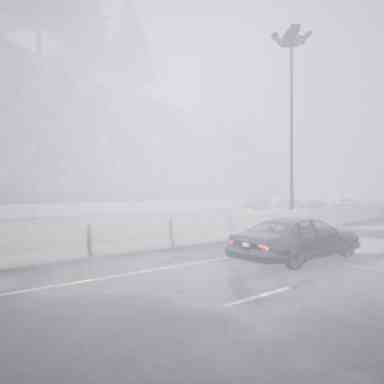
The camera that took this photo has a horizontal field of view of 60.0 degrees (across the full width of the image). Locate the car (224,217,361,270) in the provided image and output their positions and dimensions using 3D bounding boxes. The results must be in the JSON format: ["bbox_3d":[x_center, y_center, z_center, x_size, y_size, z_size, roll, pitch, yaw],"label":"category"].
[{"bbox_3d":[3.494,1.535,10.985,5.357,1.411,2.033,0,0,-38],"label":"car"}]

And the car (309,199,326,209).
[{"bbox_3d":[15.197,1.545,41.462,1.895,1.301,4.718,0,0,42],"label":"car"}]

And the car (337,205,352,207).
[{"bbox_3d":[18.691,1.411,40.146,1.882,1.535,5.008,0,0,41],"label":"car"}]
